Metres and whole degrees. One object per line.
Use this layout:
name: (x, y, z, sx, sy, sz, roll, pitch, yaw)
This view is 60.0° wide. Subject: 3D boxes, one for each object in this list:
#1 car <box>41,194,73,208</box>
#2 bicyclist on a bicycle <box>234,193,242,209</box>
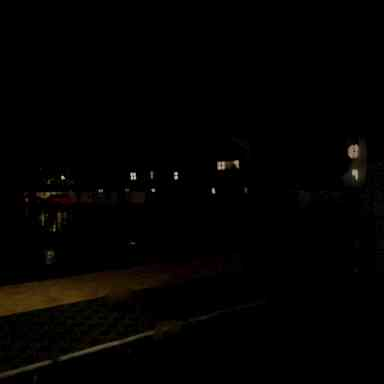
car: (-18.079, 1.083, 44.292, 4.553, 1.767, 2.097, 0, 3, 27)
bicyclist on a bicycle: (4.630, 0.894, 33.436, 0.582, 1.620, 1.656, 0, 3, 38)
